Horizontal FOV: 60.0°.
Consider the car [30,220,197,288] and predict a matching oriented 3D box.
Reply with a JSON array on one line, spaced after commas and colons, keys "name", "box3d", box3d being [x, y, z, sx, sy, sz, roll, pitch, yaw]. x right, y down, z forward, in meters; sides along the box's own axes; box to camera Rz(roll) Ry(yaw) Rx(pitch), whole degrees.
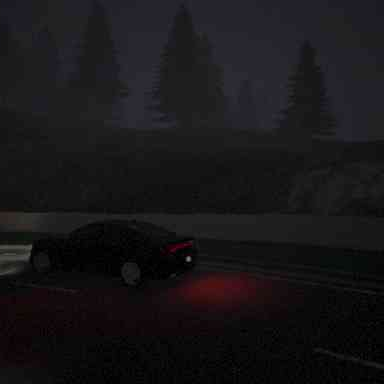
[{"name": "car", "box3d": [-2.311, 1.518, 9.309, 5.008, 1.535, 1.882, 0, -1, 26]}]
